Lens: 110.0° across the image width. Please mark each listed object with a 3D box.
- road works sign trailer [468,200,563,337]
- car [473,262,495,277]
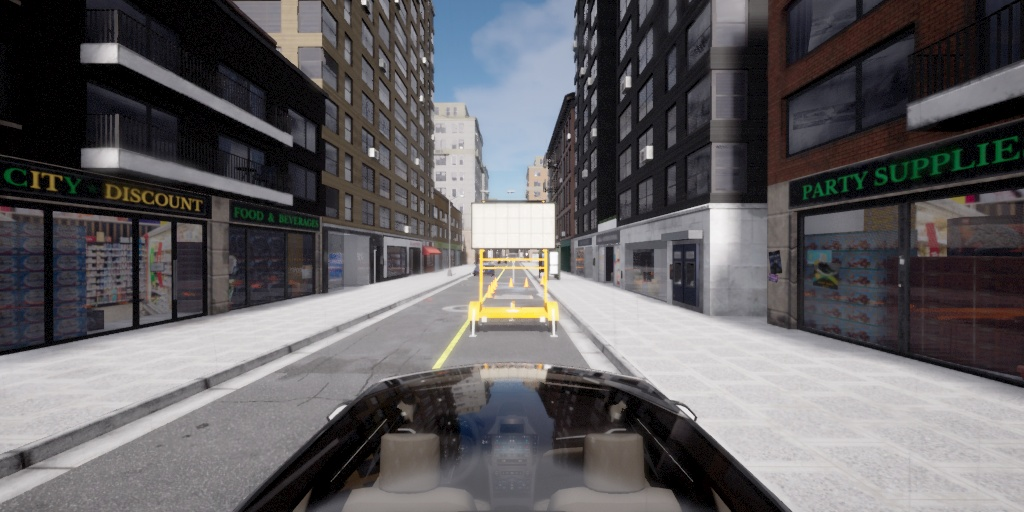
[{"bbox_3d":[0.044,0.213,10.271,2.380,3.560,2.880,0,0,0],"label":"road works sign trailer"},{"bbox_3d":[-2.687,1.300,35.427,1.994,1.385,4.181,0,0,0],"label":"car"}]
